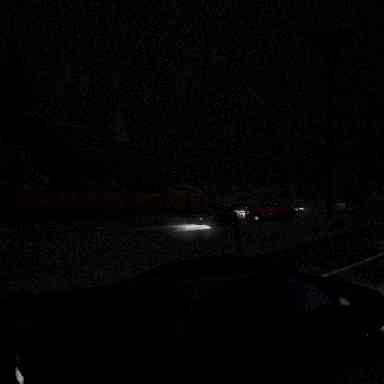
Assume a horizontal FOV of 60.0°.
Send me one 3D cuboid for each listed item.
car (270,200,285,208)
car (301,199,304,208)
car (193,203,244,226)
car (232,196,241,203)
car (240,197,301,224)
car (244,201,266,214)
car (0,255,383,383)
[{"bbox_3d":[16.473,2.296,64.399,1.895,1.301,4.718,1,0,3],"label":"car"},{"bbox_3d":[19.978,1.948,64.186,2.150,2.045,5.566,1,0,4],"label":"car"},{"bbox_3d":[1.891,1.798,25.704,1.994,1.385,4.181,0,-1,38],"label":"car"},{"bbox_3d":[7.693,1.738,52.603,2.150,2.045,5.566,1,-1,14],"label":"car"},{"bbox_3d":[6.114,1.492,25.331,2.150,2.045,5.566,0,0,36],"label":"car"},{"bbox_3d":[8.289,1.948,43.314,1.837,1.490,4.892,1,0,21],"label":"car"},{"bbox_3d":[0.546,1.587,4.298,5.357,1.411,2.033,1,-1,-39],"label":"car"}]
